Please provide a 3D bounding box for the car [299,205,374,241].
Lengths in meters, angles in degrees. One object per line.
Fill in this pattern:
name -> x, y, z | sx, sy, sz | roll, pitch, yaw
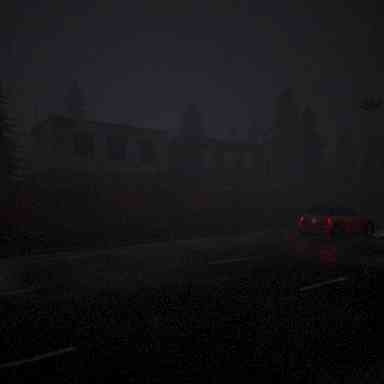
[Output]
car -> 7.867, 1.500, 17.961 | 4.553, 1.767, 2.097 | 1, 0, -36
